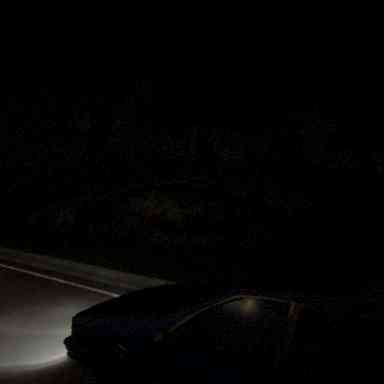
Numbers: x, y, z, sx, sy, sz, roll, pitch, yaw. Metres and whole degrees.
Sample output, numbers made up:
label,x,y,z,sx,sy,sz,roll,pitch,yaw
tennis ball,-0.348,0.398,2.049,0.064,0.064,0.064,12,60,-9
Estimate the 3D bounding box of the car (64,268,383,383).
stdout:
label,x,y,z,sx,sy,sz,roll,pitch,yaw
car,1.048,1.545,3.247,5.357,1.411,2.033,0,0,36
